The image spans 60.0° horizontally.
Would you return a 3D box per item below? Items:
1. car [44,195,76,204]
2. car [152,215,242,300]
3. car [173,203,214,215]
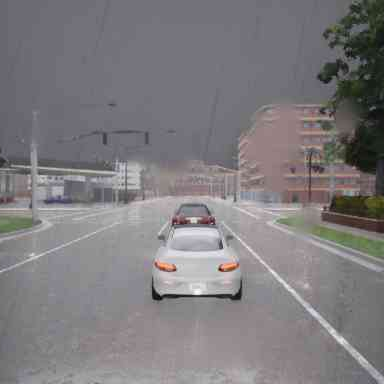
[{"bbox_3d":[-23.380,1.295,57.957,4.611,1.667,2.242,0,0,1],"label":"car"},{"bbox_3d":[0.095,1.526,8.232,1.812,1.442,4.674,0,0,0],"label":"car"},{"bbox_3d":[0.081,1.352,17.225,2.097,1.767,4.553,0,0,0],"label":"car"}]
